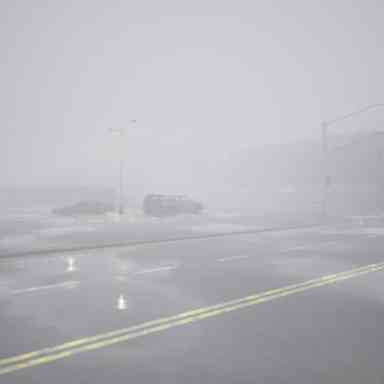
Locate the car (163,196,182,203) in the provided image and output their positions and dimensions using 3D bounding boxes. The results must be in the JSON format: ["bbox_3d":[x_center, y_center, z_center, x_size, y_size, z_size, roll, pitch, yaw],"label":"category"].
[{"bbox_3d":[-4.162,1.563,71.561,1.895,1.301,4.718,0,0,-34],"label":"car"}]

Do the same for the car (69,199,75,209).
[{"bbox_3d":[-15.829,1.380,49.655,3.806,1.475,1.970,0,0,-35],"label":"car"}]

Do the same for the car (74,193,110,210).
[{"bbox_3d":[-14.165,1.141,47.286,3.866,1.878,1.905,0,0,-35],"label":"car"}]

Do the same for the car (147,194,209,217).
[{"bbox_3d":[-1.162,1.140,28.902,4.605,1.855,1.932,0,0,-35],"label":"car"}]

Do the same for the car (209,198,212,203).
[{"bbox_3d":[1.638,1.516,62.913,2.033,1.411,5.357,0,0,-34],"label":"car"}]

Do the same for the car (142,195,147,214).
[{"bbox_3d":[-2.790,1.143,31.295,3.866,1.878,1.905,0,0,-35],"label":"car"}]
